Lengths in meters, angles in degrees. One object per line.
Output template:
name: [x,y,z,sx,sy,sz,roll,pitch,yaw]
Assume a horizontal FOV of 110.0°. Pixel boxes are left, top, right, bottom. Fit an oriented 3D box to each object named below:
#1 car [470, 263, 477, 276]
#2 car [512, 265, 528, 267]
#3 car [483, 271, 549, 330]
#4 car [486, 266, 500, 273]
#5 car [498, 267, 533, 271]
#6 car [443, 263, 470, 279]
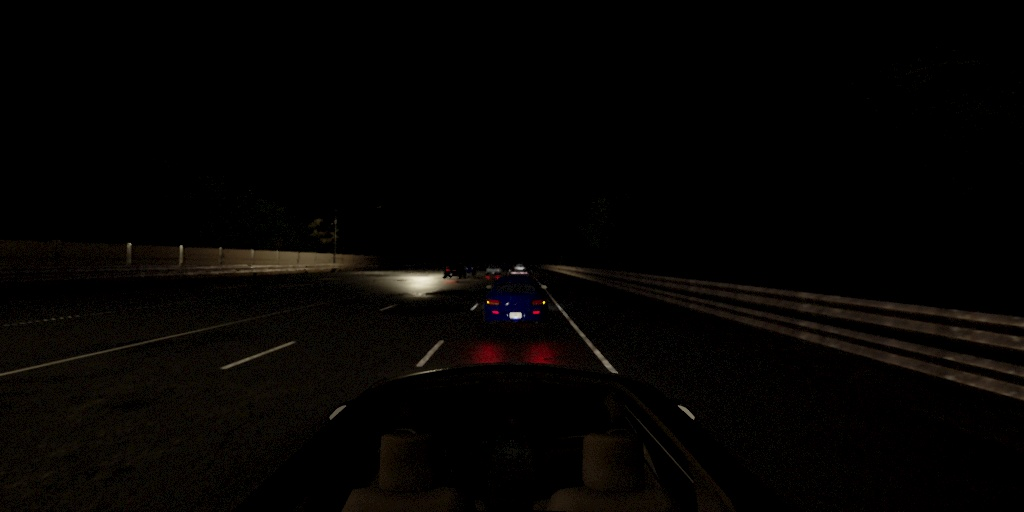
car: [-5.951,1.705,48.525,2.097,1.767,4.553,0,-1,-1]
car: [0.685,1.561,29.896,2.128,1.511,4.902,0,-1,2]
car: [0.140,1.352,11.336,1.812,1.442,4.674,0,-1,1]
car: [-2.441,1.992,49.349,1.895,1.301,4.718,0,-1,1]
car: [0.375,1.543,21.502,1.895,1.301,4.718,0,-1,1]
car: [-6.120,1.685,38.668,1.837,1.490,4.892,0,-2,1]
